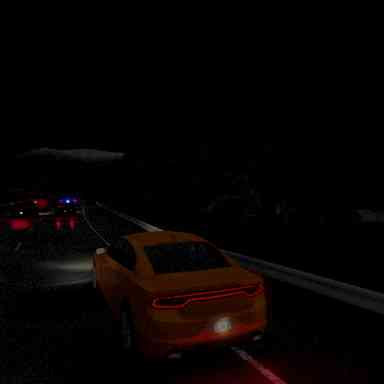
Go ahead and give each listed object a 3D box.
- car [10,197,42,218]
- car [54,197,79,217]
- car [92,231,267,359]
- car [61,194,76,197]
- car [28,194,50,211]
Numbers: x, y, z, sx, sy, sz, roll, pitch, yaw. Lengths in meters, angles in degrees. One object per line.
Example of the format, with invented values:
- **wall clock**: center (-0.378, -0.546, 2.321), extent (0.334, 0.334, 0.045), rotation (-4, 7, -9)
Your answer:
- **car**: center (-15.108, 1.503, 30.147), extent (1.837, 1.490, 4.892), rotation (0, 0, -19)
- **car**: center (-11.933, 1.490, 31.535), extent (2.128, 1.511, 4.902), rotation (0, 0, -19)
- **car**: center (-0.658, 1.478, 6.298), extent (1.882, 1.535, 5.008), rotation (0, 0, -25)
- **car**: center (-15.354, 1.220, 41.437), extent (2.150, 2.045, 5.566), rotation (0, 0, -18)
- **car**: center (-18.521, 1.219, 40.045), extent (2.150, 2.045, 5.566), rotation (0, 0, -19)
